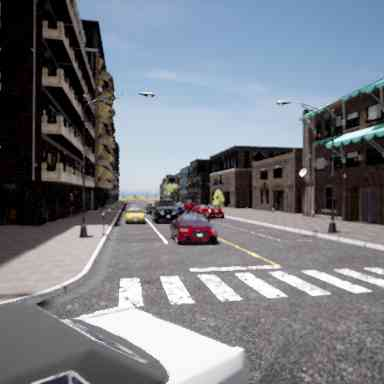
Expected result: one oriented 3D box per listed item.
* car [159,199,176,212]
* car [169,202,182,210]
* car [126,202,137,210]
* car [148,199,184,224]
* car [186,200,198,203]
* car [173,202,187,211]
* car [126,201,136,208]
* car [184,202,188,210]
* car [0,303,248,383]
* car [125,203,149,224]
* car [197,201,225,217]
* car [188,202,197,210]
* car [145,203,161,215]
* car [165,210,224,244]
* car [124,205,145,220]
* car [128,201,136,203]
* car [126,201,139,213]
[{"bbox_3d":[-4.211,2.155,55.513,2.150,2.045,5.566,0,-1,-11],"label":"car"},{"bbox_3d":[-3.221,2.675,64.504,1.802,1.307,4.206,0,-1,-11],"label":"car"},{"bbox_3d":[-11.454,2.606,62.943,1.947,1.339,4.313,0,-1,-11],"label":"car"},{"bbox_3d":[-2.457,1.721,30.094,2.150,2.045,5.566,0,-1,-11],"label":"car"},{"bbox_3d":[0.008,2.127,47.788,2.192,1.841,5.009,0,-1,-11],"label":"car"},{"bbox_3d":[-2.176,2.527,59.099,1.752,1.417,4.829,0,-1,-11],"label":"car"},{"bbox_3d":[-13.609,2.780,74.091,2.008,1.369,4.403,0,-1,-11],"label":"car"},{"bbox_3d":[-2.274,2.334,45.767,1.994,1.385,4.181,0,-1,-11],"label":"car"},{"bbox_3d":[-1.724,1.608,1.947,1.895,1.301,4.718,0,-1,43],"label":"car"},{"bbox_3d":[-5.032,2.003,29.322,1.752,1.417,4.829,0,-1,-11],"label":"car"},{"bbox_3d":[2.185,2.066,36.645,1.967,1.590,4.097,0,-1,-11],"label":"car"},{"bbox_3d":[1.088,2.301,42.210,1.802,1.307,4.206,0,-1,-11],"label":"car"},{"bbox_3d":[-5.430,2.266,45.774,1.837,1.490,4.892,0,-1,-10],"label":"car"},{"bbox_3d":[-0.009,1.853,17.423,1.994,1.385,4.181,0,-1,-11],"label":"car"},{"bbox_3d":[-6.089,2.124,35.072,2.008,1.369,4.403,0,-1,-11],"label":"car"},{"bbox_3d":[-7.131,2.107,40.653,1.967,1.590,4.097,0,-1,-11],"label":"car"},{"bbox_3d":[-9.307,2.293,51.796,1.967,1.590,4.097,0,-1,-11],"label":"car"}]
